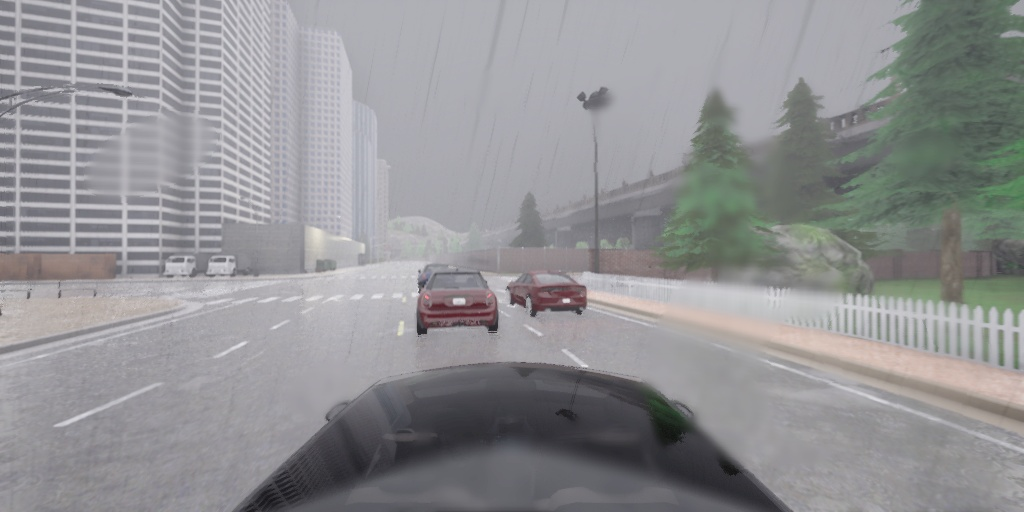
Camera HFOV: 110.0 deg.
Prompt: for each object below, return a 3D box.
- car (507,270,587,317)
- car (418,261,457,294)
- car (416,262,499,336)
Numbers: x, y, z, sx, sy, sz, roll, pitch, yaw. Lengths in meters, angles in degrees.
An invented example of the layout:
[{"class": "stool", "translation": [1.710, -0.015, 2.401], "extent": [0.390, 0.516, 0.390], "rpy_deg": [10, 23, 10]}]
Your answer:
[{"class": "car", "translation": [1.143, 1.289, 13.789], "extent": [1.882, 1.535, 5.008], "rpy_deg": [0, 0, -14]}, {"class": "car", "translation": [-4.711, 1.242, 22.233], "extent": [2.097, 1.767, 4.553], "rpy_deg": [0, 0, -15]}, {"class": "car", "translation": [-1.748, 1.155, 10.926], "extent": [2.097, 1.767, 4.553], "rpy_deg": [0, 0, -12]}]
